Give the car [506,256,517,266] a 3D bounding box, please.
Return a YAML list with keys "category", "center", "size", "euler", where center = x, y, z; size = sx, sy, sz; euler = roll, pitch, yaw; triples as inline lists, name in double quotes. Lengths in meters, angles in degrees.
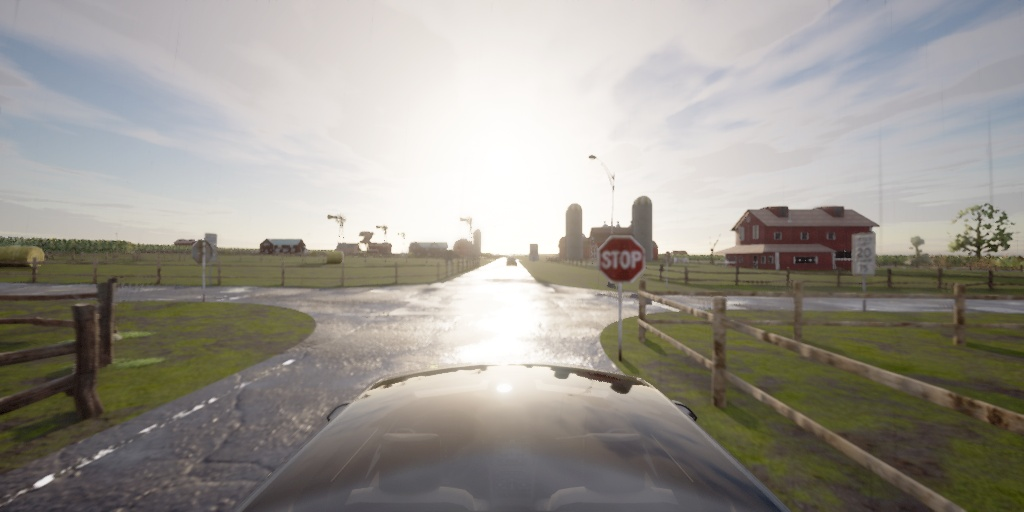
- category: "car"
  center: [-0.108, 1.064, 62.934]
  size: [1.895, 1.301, 4.718]
  euler: [0, 0, 0]
